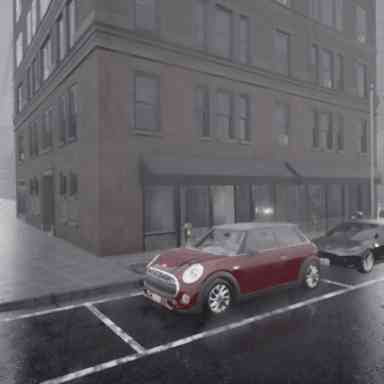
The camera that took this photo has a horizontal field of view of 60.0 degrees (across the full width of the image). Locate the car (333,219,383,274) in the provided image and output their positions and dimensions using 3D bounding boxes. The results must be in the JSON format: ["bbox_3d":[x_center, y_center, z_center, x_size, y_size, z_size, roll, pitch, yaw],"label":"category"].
[{"bbox_3d":[5.446,1.555,10.524,4.313,1.339,1.947,0,-1,-35],"label":"car"}]

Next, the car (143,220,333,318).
[{"bbox_3d":[0.957,1.435,7.335,4.097,1.590,1.967,0,-1,-35],"label":"car"}]
